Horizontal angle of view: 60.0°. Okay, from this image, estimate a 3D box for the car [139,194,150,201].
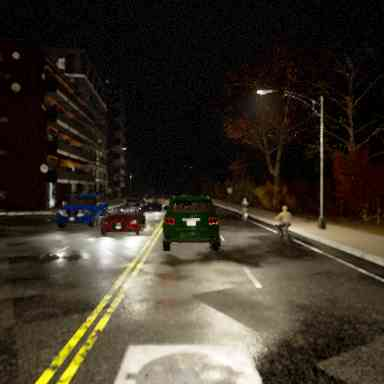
[{"bbox_3d":[-10.613,1.133,74.708,2.128,1.511,4.902,0,0,-6],"label":"car"}]

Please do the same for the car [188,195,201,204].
[{"bbox_3d":[0.459,1.322,61.949,1.882,1.535,5.008,0,0,-5],"label":"car"}]

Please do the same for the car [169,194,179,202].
[{"bbox_3d":[-3.991,1.312,73.941,1.837,1.490,4.892,0,0,-6],"label":"car"}]

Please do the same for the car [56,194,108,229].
[{"bbox_3d":[-6.974,1.176,21.825,2.150,2.045,5.566,0,0,-2],"label":"car"}]

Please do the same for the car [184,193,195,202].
[{"bbox_3d":[-0.606,1.167,72.866,2.097,1.767,4.553,0,0,-6],"label":"car"}]

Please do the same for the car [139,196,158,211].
[{"bbox_3d":[-4.338,1.483,36.264,1.994,1.385,4.181,0,0,-3],"label":"car"}]

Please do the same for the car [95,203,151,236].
[{"bbox_3d":[-3.623,1.525,18.173,1.994,1.385,4.181,0,0,-2],"label":"car"}]

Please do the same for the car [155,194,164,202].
[{"bbox_3d":[-6.953,1.291,71.046,1.882,1.535,5.008,0,0,-6],"label":"car"}]

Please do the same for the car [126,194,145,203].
[{"bbox_3d":[-8.243,1.371,47.394,1.882,1.535,5.008,0,0,-4],"label":"car"}]

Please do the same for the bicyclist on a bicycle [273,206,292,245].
[{"bbox_3d":[3.999,1.403,14.450,0.866,1.612,1.509,0,0,-1],"label":"bicyclist on a bicycle"}]

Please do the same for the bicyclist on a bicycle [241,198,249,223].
[{"bbox_3d":[3.714,1.316,23.559,0.659,1.776,1.843,0,0,-2],"label":"bicyclist on a bicycle"}]

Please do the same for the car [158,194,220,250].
[{"bbox_3d":[-0.072,1.189,14.276,2.150,2.045,5.566,0,0,-1],"label":"car"}]

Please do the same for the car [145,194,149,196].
[{"bbox_3d":[-9.174,1.359,59.699,1.837,1.490,4.892,0,2,-4],"label":"car"}]

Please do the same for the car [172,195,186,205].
[{"bbox_3d":[-2.134,1.359,54.976,2.128,1.511,4.902,0,0,-5],"label":"car"}]

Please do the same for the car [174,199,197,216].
[{"bbox_3d":[-0.725,1.472,33.153,2.033,1.411,5.357,0,0,-3],"label":"car"}]

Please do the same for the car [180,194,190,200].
[{"bbox_3d":[-1.750,1.321,82.985,2.033,1.411,5.357,0,0,-7],"label":"car"}]
